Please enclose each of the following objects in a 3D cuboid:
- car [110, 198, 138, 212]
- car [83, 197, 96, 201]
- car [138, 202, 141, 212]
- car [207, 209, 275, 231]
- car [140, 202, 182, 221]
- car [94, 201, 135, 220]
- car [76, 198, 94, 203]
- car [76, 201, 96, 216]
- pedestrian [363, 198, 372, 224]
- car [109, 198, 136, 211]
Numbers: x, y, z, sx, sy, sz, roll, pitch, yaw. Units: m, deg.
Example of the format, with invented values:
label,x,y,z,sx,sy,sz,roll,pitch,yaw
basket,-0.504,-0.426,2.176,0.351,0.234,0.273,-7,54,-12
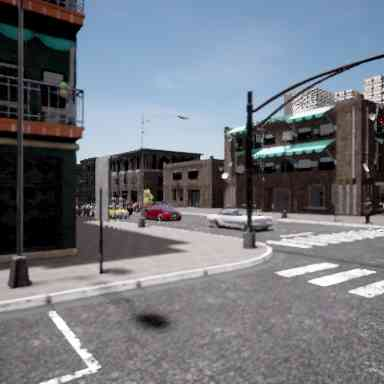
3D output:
label,x,y,z,sx,sy,sz,roll,pitch,yaw
car,-8.828,1.672,39.013,2.150,2.045,5.566,0,-1,-35
car,-17.950,1.928,57.092,2.150,2.045,5.566,0,-1,-36
car,-7.594,2.130,47.204,1.802,1.307,4.206,-1,0,-36
car,3.174,1.804,22.182,1.895,1.301,4.718,0,-1,-36
car,-2.677,1.887,30.360,1.994,1.385,4.181,0,-1,-36
car,-7.793,1.897,32.936,1.752,1.417,4.829,-1,0,-36
car,-14.419,1.951,42.366,1.967,1.590,4.097,-1,0,-36
car,-11.148,1.993,37.725,2.008,1.369,4.403,-1,0,-36
pedestrian,12.642,1.336,23.959,0.375,1.860,0.375,-1,0,-36
car,-10.898,1.932,51.825,2.192,1.841,5.009,-1,0,-36
